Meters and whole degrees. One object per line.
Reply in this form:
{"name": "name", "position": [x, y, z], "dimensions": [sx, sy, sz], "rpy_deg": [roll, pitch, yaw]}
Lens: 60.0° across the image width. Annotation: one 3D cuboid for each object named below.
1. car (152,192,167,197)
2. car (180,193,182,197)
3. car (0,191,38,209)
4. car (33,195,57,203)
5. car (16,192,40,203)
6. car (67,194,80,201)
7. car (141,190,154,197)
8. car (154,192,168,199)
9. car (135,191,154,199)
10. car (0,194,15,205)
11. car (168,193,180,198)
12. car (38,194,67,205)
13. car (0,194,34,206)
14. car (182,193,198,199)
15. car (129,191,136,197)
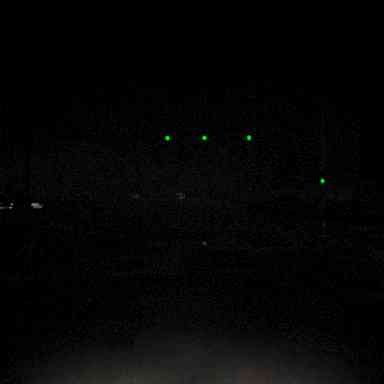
{"name": "car", "position": [-9.062, 0.636, 92.467], "dimensions": [2.033, 1.411, 5.357], "rpy_deg": [0, 1, -30]}
{"name": "car", "position": [-3.462, 0.890, 88.588], "dimensions": [1.895, 1.301, 4.718], "rpy_deg": [0, 1, -26]}
{"name": "car", "position": [-21.074, 0.909, 39.704], "dimensions": [2.150, 2.045, 5.566], "rpy_deg": [0, 0, 0]}
{"name": "car", "position": [-24.542, 1.162, 55.792], "dimensions": [1.895, 1.301, 4.718], "rpy_deg": [0, 0, 0]}
{"name": "car", "position": [-28.112, 0.902, 57.288], "dimensions": [2.097, 1.767, 4.553], "rpy_deg": [0, 0, -3]}
{"name": "car", "position": [-21.209, 1.028, 58.805], "dimensions": [2.128, 1.511, 4.902], "rpy_deg": [0, 0, -3]}
{"name": "car", "position": [-12.196, 0.465, 90.911], "dimensions": [2.097, 1.767, 4.553], "rpy_deg": [0, 1, -30]}
{"name": "car", "position": [-8.257, 0.707, 81.539], "dimensions": [2.097, 1.767, 4.553], "rpy_deg": [0, 0, -22]}
{"name": "car", "position": [-11.381, 0.884, 79.864], "dimensions": [2.128, 1.511, 4.902], "rpy_deg": [0, 0, -22]}
{"name": "car", "position": [-27.996, 1.115, 48.079], "dimensions": [2.128, 1.511, 4.902], "rpy_deg": [0, 0, 0]}
{"name": "car", "position": [-5.175, 0.886, 83.278], "dimensions": [1.994, 1.385, 4.181], "rpy_deg": [0, 0, -22]}
{"name": "car", "position": [-21.005, 1.101, 49.542], "dimensions": [2.128, 1.511, 4.902], "rpy_deg": [0, 0, 0]}
{"name": "car", "position": [-24.526, 1.123, 46.851], "dimensions": [2.128, 1.511, 4.902], "rpy_deg": [0, 0, 1]}
{"name": "car", "position": [-0.103, 0.965, 79.009], "dimensions": [1.895, 1.301, 4.718], "rpy_deg": [0, 0, -18]}
{"name": "car", "position": [-15.359, 0.624, 89.409], "dimensions": [1.837, 1.490, 4.892], "rpy_deg": [0, 1, -30]}
